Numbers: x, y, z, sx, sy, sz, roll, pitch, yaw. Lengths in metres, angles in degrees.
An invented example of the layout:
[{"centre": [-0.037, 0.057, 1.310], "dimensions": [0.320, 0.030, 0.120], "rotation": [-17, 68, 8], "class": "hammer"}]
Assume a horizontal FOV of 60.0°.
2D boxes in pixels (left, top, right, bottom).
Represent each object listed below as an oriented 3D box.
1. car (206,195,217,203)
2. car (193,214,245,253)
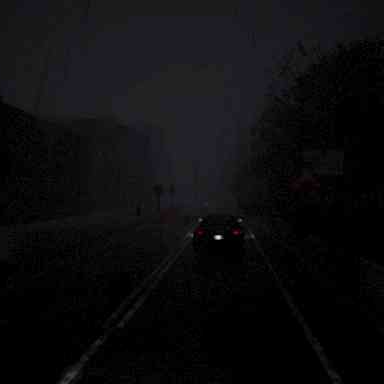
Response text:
[{"centre": [4.247, 1.519, 72.521], "dimensions": [2.097, 1.767, 4.553], "rotation": [0, -1, 6], "class": "car"}, {"centre": [1.169, 1.609, 13.998], "dimensions": [1.994, 1.385, 4.181], "rotation": [0, 0, 6], "class": "car"}]
